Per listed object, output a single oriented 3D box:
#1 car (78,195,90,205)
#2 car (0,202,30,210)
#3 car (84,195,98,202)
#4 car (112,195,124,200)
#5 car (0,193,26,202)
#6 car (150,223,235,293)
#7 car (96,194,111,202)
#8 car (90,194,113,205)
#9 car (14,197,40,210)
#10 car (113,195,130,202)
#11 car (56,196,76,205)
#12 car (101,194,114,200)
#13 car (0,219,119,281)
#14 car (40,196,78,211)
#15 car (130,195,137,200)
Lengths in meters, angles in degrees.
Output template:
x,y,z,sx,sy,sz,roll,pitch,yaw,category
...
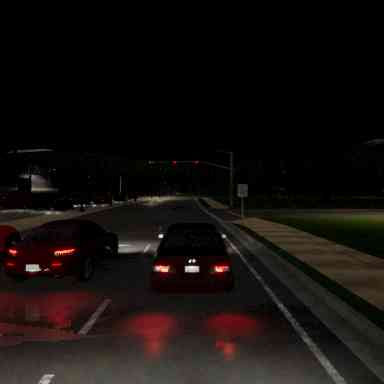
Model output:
x,y,z,sx,sy,sz,roll,pitch,yaw,category
-19.831,1.563,59.657,1.994,1.385,4.181,0,0,0,car
-6.990,1.352,9.755,2.097,1.767,4.553,0,0,0,car
-23.268,1.500,76.980,1.837,1.490,4.892,0,0,0,car
-19.766,1.502,89.362,2.033,1.411,5.357,0,0,0,car
-25.238,1.221,45.069,2.150,2.045,5.566,2,1,30,car
0.007,1.547,8.991,2.033,1.411,5.357,0,0,0,car
-19.769,1.355,74.150,2.097,1.767,4.553,0,0,0,car
-16.332,1.477,60.144,1.882,1.535,5.008,0,0,0,car
-20.542,1.601,43.490,1.895,1.301,4.718,0,0,7,car
-16.269,1.540,75.509,2.033,1.411,5.357,0,0,0,car
-23.307,1.525,61.781,1.812,1.442,4.674,0,0,1,car
-23.265,1.434,91.772,2.128,1.511,4.902,0,0,0,car
-3.496,1.526,9.702,1.812,1.442,4.674,0,0,1,car
-16.091,1.547,40.552,2.033,1.411,5.357,0,0,-2,car
-16.265,1.465,91.301,2.033,1.411,5.357,0,0,0,car
